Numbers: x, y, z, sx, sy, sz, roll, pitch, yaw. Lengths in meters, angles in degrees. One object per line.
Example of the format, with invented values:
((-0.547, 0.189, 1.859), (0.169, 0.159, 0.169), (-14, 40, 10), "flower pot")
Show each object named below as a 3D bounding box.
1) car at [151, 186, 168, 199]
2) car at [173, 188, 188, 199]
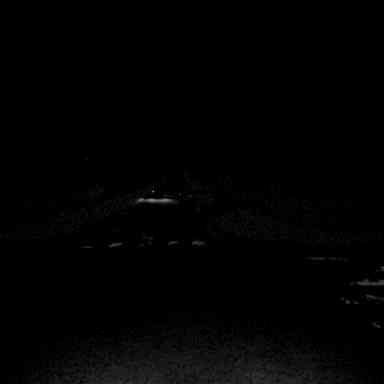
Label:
((-4.389, -0.056, 45.328), (2.097, 1.767, 4.553), (0, 2, -2), "car")
((-1.608, 0.147, 45.584), (1.994, 1.385, 4.181), (0, 2, 0), "car")
